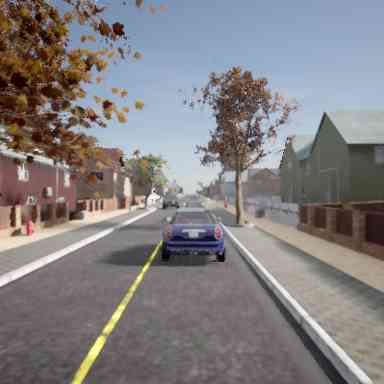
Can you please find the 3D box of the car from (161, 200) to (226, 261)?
[{"bbox_3d":[0.066,1.366,12.551,2.097,1.767,4.553,0,0,0],"label":"car"}]

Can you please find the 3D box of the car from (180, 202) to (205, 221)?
[{"bbox_3d":[0.073,1.596,28.615,1.994,1.385,4.181,0,0,0],"label":"car"}]

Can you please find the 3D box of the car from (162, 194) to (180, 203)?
[{"bbox_3d":[-2.843,1.267,45.085,2.150,2.045,5.566,0,0,0],"label":"car"}]
